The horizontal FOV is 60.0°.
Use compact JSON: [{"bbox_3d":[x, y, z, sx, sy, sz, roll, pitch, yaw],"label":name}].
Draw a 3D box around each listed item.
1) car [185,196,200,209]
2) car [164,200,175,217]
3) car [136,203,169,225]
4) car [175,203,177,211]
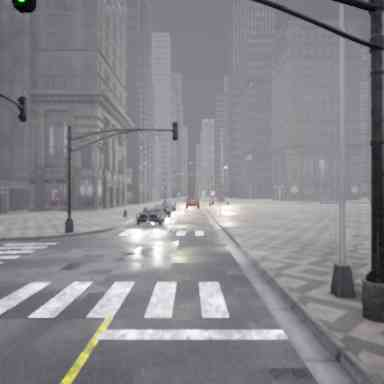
[{"bbox_3d":[0.112,1.616,52.786,2.150,2.045,5.566,0,0,0],"label":"car"},{"bbox_3d":[-3.093,1.857,35.053,1.895,1.301,4.718,0,0,0],"label":"car"},{"bbox_3d":[-3.094,1.787,25.710,1.895,1.301,4.718,0,0,0],"label":"car"},{"bbox_3d":[-3.073,1.826,45.133,2.128,1.511,4.902,0,0,0],"label":"car"}]
